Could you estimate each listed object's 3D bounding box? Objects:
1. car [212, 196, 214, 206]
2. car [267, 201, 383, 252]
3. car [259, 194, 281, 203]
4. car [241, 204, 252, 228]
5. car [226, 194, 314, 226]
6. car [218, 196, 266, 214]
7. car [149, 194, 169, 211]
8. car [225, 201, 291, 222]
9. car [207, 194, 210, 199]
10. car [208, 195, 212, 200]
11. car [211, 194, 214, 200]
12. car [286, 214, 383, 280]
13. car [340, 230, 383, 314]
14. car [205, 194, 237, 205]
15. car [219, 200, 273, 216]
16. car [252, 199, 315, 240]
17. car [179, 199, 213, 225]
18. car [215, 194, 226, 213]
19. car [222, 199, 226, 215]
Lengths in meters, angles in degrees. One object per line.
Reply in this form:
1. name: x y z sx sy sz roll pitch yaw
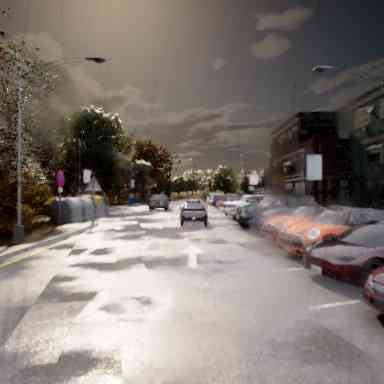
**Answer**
1. car: 5.426 1.581 41.967 4.674 1.452 2.002 1 0 -20
2. car: 5.355 1.361 11.951 4.553 1.767 2.185 1 0 -20
3. car: 18.445 1.427 78.998 2.435 2.045 5.566 0 0 -21
4. car: 5.337 1.530 17.949 4.674 1.452 2.002 1 0 -20
5. car: 5.341 1.242 20.927 5.566 2.045 2.435 1 0 -20
6. car: 5.375 1.397 35.958 4.553 1.767 2.185 1 0 -20
7. car: -4.055 1.274 41.487 2.150 2.045 5.566 0 0 0
8. car: 5.345 1.532 26.942 4.792 1.488 2.163 1 0 -20
9. car: 5.272 1.586 56.923 5.366 1.575 1.946 1 0 -20
10. car: 5.432 1.561 47.979 5.008 1.535 2.097 1 0 -20
11. car: 5.467 1.425 44.976 4.553 1.767 2.185 1 0 -20
12. car: 5.287 1.514 8.931 4.792 1.488 2.163 1 0 -20
13. car: 5.311 1.525 5.940 4.674 1.452 2.002 1 0 -20
14. car: 5.466 1.361 63.017 5.566 2.045 2.435 1 0 -20
15. car: 5.370 1.545 32.943 4.792 1.488 2.163 1 0 -20
16. car: 5.364 1.362 14.952 4.553 1.767 2.185 1 0 -20
17. car: 0.129 1.503 24.067 2.128 1.511 4.902 0 0 0
18. car: 5.362 1.257 29.944 5.566 2.045 2.435 1 0 -20
19. car: 5.188 1.492 23.885 5.366 1.575 1.946 1 0 -20
